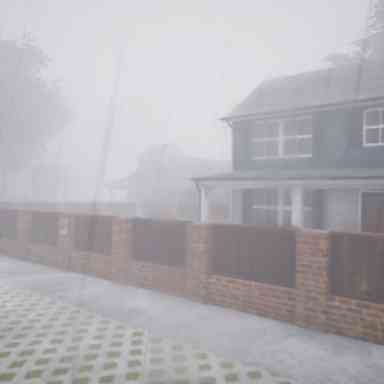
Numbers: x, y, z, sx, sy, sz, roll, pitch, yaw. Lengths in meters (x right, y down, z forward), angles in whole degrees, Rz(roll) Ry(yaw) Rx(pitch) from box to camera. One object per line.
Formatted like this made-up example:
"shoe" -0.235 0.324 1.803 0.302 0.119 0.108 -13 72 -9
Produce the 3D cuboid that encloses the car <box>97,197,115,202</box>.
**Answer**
"car" -14.144 1.604 54.251 2.128 1.511 4.902 1 0 36
